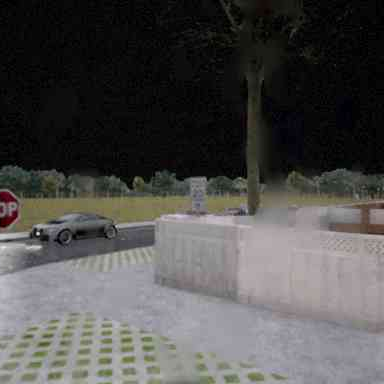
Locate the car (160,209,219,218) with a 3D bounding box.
[{"bbox_3d":[-0.260,1.888,24.331,1.895,1.301,4.718,0,-1,35],"label":"car"}]

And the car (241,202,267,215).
[{"bbox_3d":[5.562,1.781,32.568,2.097,1.767,4.553,0,-1,35],"label":"car"}]

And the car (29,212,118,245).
[{"bbox_3d":[-5.744,1.717,16.545,1.994,1.385,4.181,0,-1,35],"label":"car"}]

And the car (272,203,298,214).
[{"bbox_3d":[11.476,2.063,40.898,2.128,1.511,4.902,0,-1,36],"label":"car"}]

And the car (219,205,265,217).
[{"bbox_3d":[3.362,1.895,24.366,1.994,1.385,4.181,0,-1,35],"label":"car"}]
